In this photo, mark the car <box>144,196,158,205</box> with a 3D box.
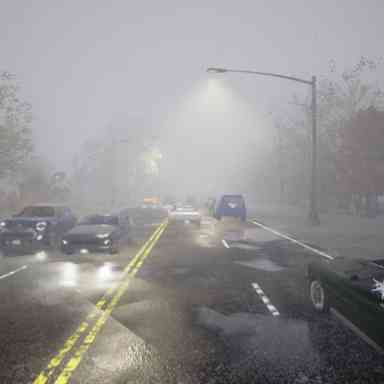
[{"bbox_3d":[-6.986,1.414,56.308,1.882,1.535,5.008,0,0,1],"label":"car"}]

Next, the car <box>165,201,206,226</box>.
[{"bbox_3d":[-0.559,1.501,22.379,1.895,1.301,4.718,1,0,-8],"label":"car"}]

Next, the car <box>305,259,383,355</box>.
[{"bbox_3d":[3.204,1.566,4.563,1.895,1.301,4.718,1,0,-1],"label":"car"}]

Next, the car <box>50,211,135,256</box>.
[{"bbox_3d":[-3.522,1.543,13.457,2.033,1.411,5.357,0,0,-1],"label":"car"}]

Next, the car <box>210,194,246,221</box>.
[{"bbox_3d":[2.920,1.187,26.559,2.150,2.045,5.566,0,-1,-1],"label":"car"}]

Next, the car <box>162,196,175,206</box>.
[{"bbox_3d":[-3.750,1.420,54.381,1.882,1.535,5.008,0,0,0],"label":"car"}]

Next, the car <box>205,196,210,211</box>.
[{"bbox_3d":[2.831,1.480,37.493,1.812,1.442,4.674,0,0,0],"label":"car"}]

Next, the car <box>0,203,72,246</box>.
[{"bbox_3d":[-6.792,1.346,15.073,2.097,1.767,4.553,0,0,-1],"label":"car"}]

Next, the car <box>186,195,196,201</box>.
[{"bbox_3d":[-0.237,1.450,66.295,2.033,1.411,5.357,0,0,1],"label":"car"}]

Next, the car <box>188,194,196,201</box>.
[{"bbox_3d":[-0.061,1.358,81.575,1.812,1.442,4.674,0,0,1],"label":"car"}]
